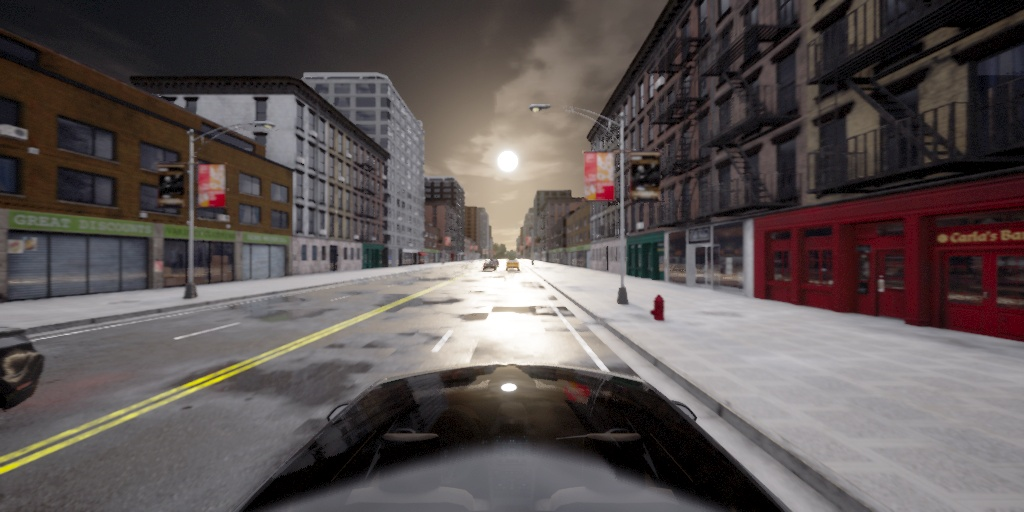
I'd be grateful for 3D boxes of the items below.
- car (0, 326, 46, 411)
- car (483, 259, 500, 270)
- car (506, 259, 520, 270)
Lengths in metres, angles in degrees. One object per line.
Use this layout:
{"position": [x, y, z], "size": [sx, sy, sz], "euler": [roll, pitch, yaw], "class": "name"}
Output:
{"position": [-6.601, 1.256, 2.240], "size": [1.837, 1.490, 4.892], "euler": [0, 0, 0], "class": "car"}
{"position": [-3.156, 1.358, 52.062], "size": [1.895, 1.301, 4.718], "euler": [0, 0, 0], "class": "car"}
{"position": [0.095, 1.234, 51.816], "size": [1.882, 1.535, 5.008], "euler": [0, 0, 0], "class": "car"}
